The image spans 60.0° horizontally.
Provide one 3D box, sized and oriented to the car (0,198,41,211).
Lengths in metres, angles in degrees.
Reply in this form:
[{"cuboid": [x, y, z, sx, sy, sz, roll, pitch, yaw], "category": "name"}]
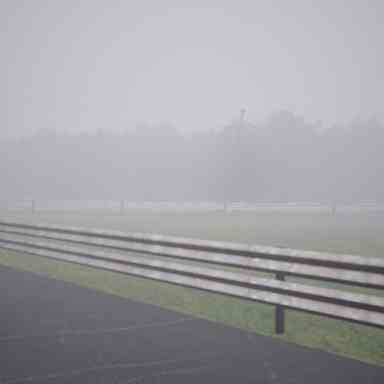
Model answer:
[{"cuboid": [-21.336, 1.482, 41.308, 5.366, 1.575, 1.801, 0, 0, 16], "category": "car"}]
